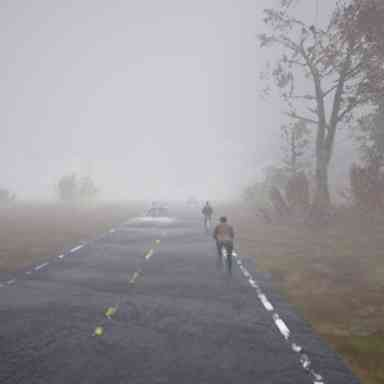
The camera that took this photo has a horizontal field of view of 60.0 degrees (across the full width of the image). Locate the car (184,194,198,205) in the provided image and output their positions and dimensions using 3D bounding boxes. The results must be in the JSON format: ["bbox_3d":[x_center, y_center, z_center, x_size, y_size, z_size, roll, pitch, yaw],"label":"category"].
[{"bbox_3d":[0.061,1.420,56.958,1.994,1.385,4.181,0,0,0],"label":"car"}]

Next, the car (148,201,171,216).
[{"bbox_3d":[-3.119,1.519,32.100,1.895,1.301,4.718,0,0,0],"label":"car"}]

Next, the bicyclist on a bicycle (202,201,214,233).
[{"bbox_3d":[0.805,1.326,17.068,0.659,1.776,1.843,-1,0,0],"label":"bicyclist on a bicycle"}]

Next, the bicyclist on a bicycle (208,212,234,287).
[{"bbox_3d":[0.807,1.430,8.304,0.582,1.620,1.656,-1,0,0],"label":"bicyclist on a bicycle"}]
